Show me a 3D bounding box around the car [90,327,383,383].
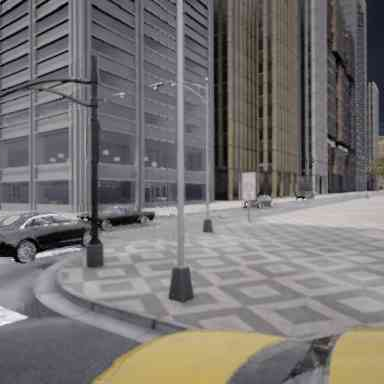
[{"bbox_3d":[1.272,1.526,2.060,4.829,1.417,1.752,-1,0,35],"label":"car"}]

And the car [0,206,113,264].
[{"bbox_3d":[-5.324,1.450,11.828,2.128,1.511,4.902,-1,1,24],"label":"car"}]

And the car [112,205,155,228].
[{"bbox_3d":[-4.360,1.461,19.443,1.895,1.301,4.718,0,1,35],"label":"car"}]

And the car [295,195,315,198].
[{"bbox_3d":[16.452,0.536,48.260,1.895,1.301,4.718,0,1,36],"label":"car"}]

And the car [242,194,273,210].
[{"bbox_3d":[7.045,1.041,35.325,1.837,1.490,4.892,0,1,36],"label":"car"}]
